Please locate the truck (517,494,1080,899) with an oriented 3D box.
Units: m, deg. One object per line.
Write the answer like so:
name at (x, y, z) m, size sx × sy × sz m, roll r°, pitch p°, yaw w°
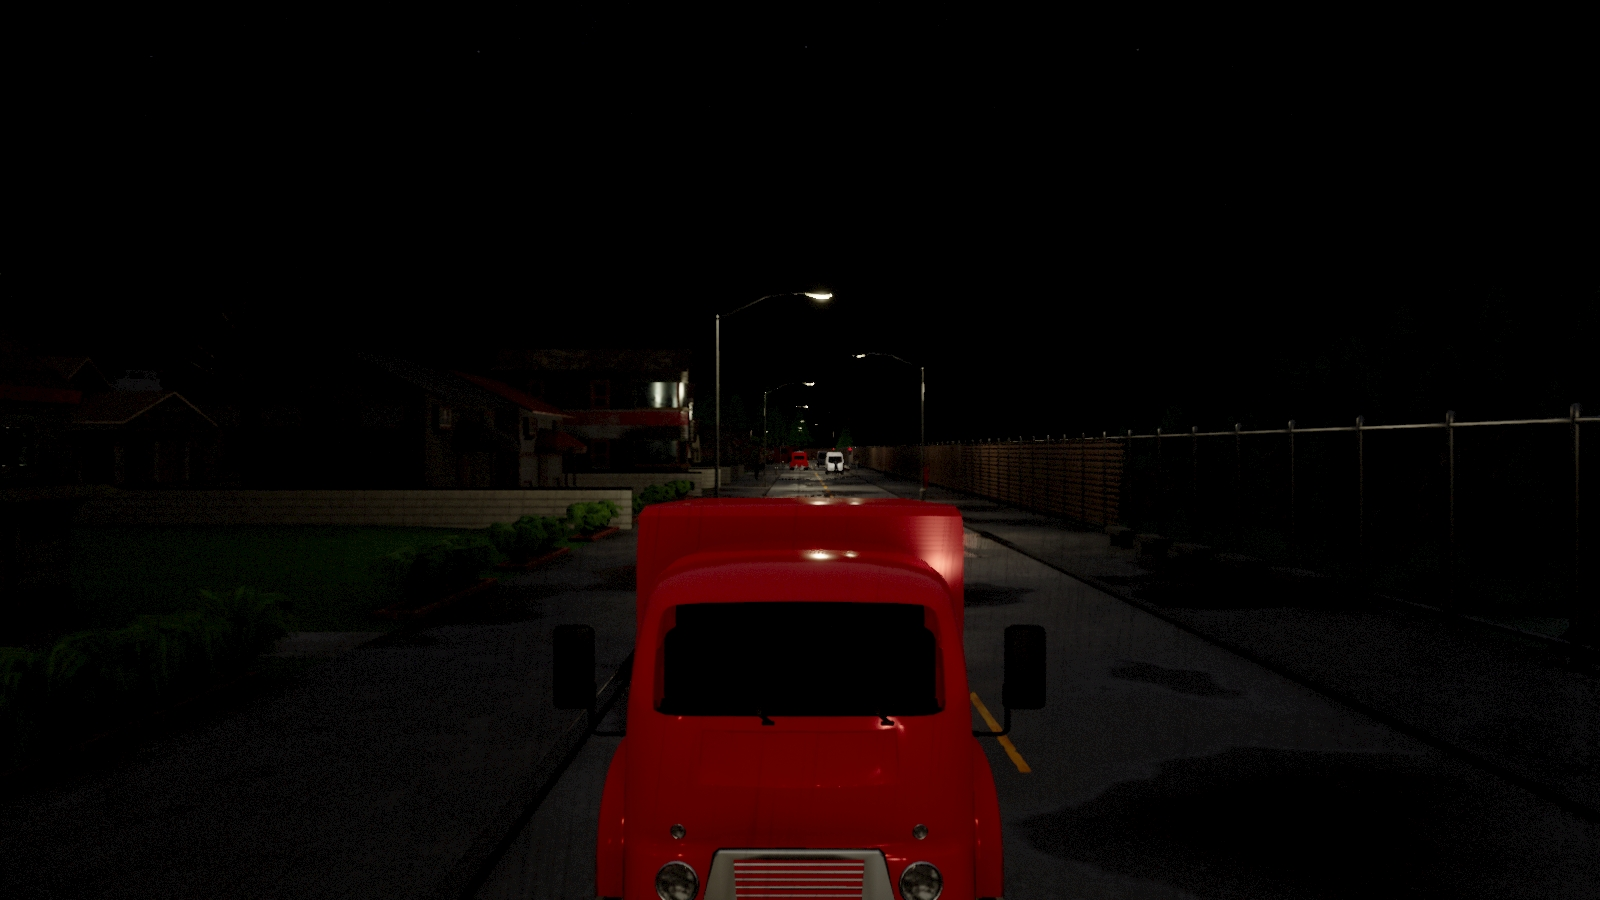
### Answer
truck at (0.001, 1.584, 7.940) m, size 2.627 × 2.467 × 5.204 m, roll 0°, pitch -1°, yaw 0°
